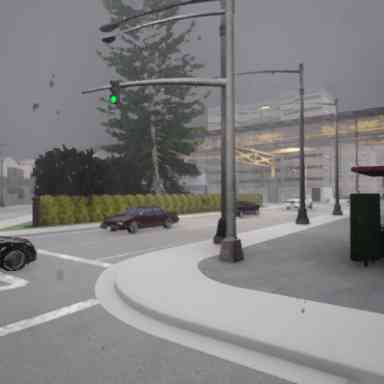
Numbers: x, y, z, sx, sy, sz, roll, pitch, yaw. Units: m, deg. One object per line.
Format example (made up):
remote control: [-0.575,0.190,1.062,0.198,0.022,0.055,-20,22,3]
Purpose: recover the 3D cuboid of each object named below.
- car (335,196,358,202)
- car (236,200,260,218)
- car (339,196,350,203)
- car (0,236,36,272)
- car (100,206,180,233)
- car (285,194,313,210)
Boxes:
car: [31.692,1.353,68.177,4.536,1.218,1.853,0,0,-29]
car: [4.529,1.520,30.533,1.882,1.535,5.008,-1,-1,36]
car: [31.648,1.511,68.151,4.974,1.542,2.038,0,0,-29]
car: [-6.507,1.587,8.948,1.994,1.385,4.181,0,0,36]
car: [-2.951,1.585,20.196,2.033,1.411,5.357,-1,0,36]
car: [14.098,1.265,43.627,2.150,2.045,5.566,-1,-1,36]
